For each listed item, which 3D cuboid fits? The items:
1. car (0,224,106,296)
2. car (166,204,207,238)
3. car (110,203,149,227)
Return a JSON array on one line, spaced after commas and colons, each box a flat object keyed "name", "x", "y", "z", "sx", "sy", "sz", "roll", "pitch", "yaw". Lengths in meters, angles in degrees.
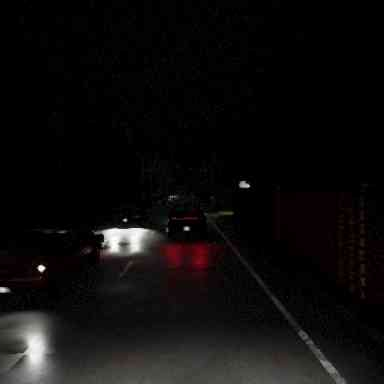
[{"name": "car", "x": -3.723, "y": 1.581, "z": 8.682, "sx": 1.895, "sy": 1.301, "sz": 4.718, "roll": -1, "pitch": 0, "yaw": -1}, {"name": "car", "x": -0.272, "y": 1.356, "z": 16.855, "sx": 2.128, "sy": 1.511, "sz": 4.902, "roll": -1, "pitch": 0, "yaw": -1}, {"name": "car", "x": -3.937, "y": 1.439, "z": 21.425, "sx": 1.994, "sy": 1.385, "sz": 4.181, "roll": -1, "pitch": 0, "yaw": -1}]
